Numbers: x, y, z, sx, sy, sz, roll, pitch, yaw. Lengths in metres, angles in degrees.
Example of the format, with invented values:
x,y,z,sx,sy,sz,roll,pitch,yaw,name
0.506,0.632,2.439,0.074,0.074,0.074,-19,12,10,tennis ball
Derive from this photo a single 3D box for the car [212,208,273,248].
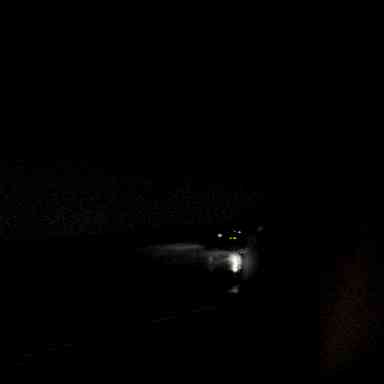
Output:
x,y,z,sx,sy,sz,roll,pitch,yaw,name
3.098,1.498,14.799,4.892,1.490,1.837,0,0,-36,car
